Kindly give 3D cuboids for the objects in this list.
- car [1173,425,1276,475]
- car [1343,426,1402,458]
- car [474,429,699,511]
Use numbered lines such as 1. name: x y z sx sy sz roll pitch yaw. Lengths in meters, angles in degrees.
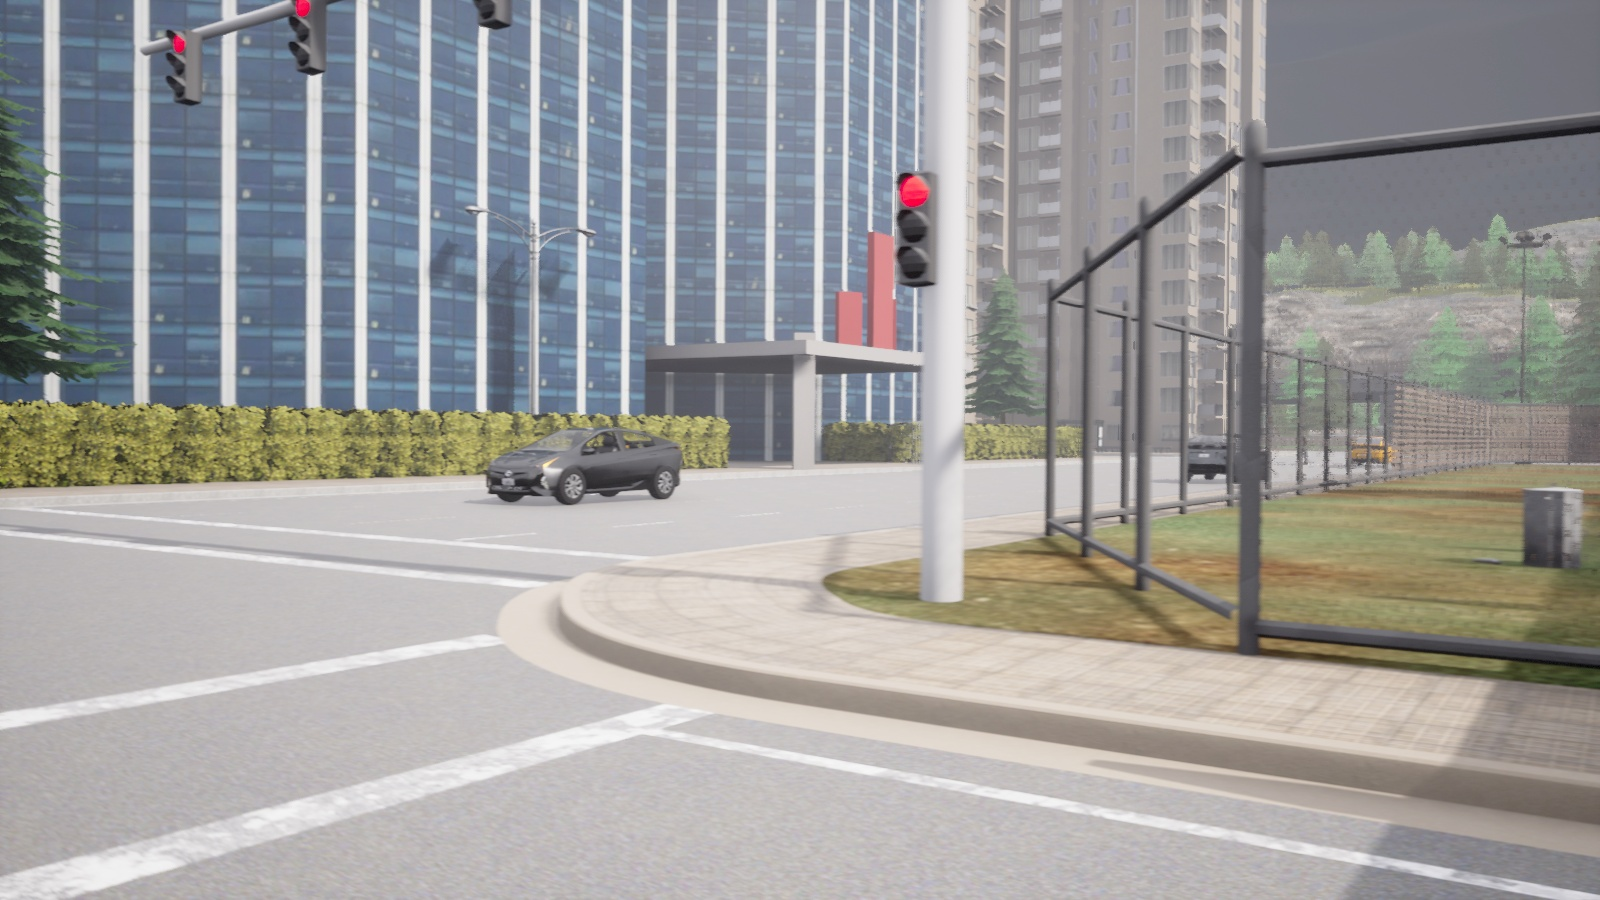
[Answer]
1. car: 13.659 -0.032 40.255 2.007 1.525 4.514 0 1 34
2. car: 28.561 -0.441 62.557 1.882 1.535 5.008 0 1 34
3. car: -4.297 0.337 25.981 2.007 1.525 4.514 0 1 34
